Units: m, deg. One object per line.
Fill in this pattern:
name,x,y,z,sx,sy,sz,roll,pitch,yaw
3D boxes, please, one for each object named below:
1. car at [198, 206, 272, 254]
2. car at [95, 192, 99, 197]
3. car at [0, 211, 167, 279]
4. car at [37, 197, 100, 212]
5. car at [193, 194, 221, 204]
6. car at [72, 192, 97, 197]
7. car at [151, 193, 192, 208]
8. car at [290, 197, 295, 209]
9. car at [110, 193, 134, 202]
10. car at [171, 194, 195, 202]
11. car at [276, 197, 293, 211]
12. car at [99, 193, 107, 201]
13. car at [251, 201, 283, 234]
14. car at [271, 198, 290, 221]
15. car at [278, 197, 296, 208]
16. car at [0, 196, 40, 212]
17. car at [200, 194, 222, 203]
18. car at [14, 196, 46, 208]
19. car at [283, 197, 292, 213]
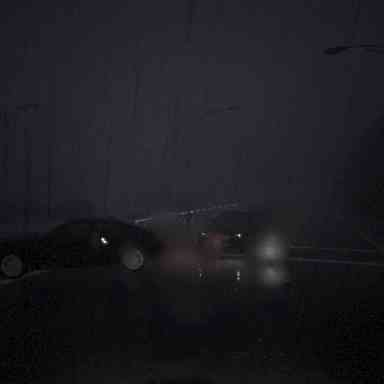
car,1.851,1.514,13.856,1.812,1.442,4.674,0,0,25
car,-21.692,1.299,68.001,3.806,1.475,1.970,0,0,19
car,-3.261,1.475,9.843,5.008,1.535,1.882,0,0,-15
car,-8.974,1.356,24.194,3.633,1.501,1.845,0,0,19
car,1.798,1.127,56.743,5.027,1.636,2.152,0,0,19
car,-18.333,1.250,53.743,4.514,1.523,2.007,0,0,19
car,-2.864,1.075,41.745,4.605,1.855,1.932,0,0,19
car,9.877,1.545,36.495,1.994,1.385,4.181,0,0,19
car,-13.651,1.047,65.308,4.605,1.855,1.932,0,0,19
car,-1.939,1.259,68.659,4.514,1.523,2.007,0,0,19
car,11.762,1.484,42.047,1.837,1.490,4.892,0,0,19
car,-20.043,1.015,70.952,3.866,1.878,1.905,0,0,19
car,4.010,1.490,19.260,1.837,1.490,4.892,0,0,19
car,5.934,1.475,24.902,2.128,1.511,4.902,0,0,19
car,13.656,1.469,47.619,2.128,1.511,4.902,0,0,19
car,-15.041,1.356,29.404,3.806,1.475,1.970,0,0,19
car,3.556,1.203,62.923,3.806,1.475,1.970,0,0,19
car,-21.589,1.274,44.296,3.633,1.501,1.845,0,0,19
car,7.824,1.487,30.461,1.837,1.490,4.892,0,0,19
